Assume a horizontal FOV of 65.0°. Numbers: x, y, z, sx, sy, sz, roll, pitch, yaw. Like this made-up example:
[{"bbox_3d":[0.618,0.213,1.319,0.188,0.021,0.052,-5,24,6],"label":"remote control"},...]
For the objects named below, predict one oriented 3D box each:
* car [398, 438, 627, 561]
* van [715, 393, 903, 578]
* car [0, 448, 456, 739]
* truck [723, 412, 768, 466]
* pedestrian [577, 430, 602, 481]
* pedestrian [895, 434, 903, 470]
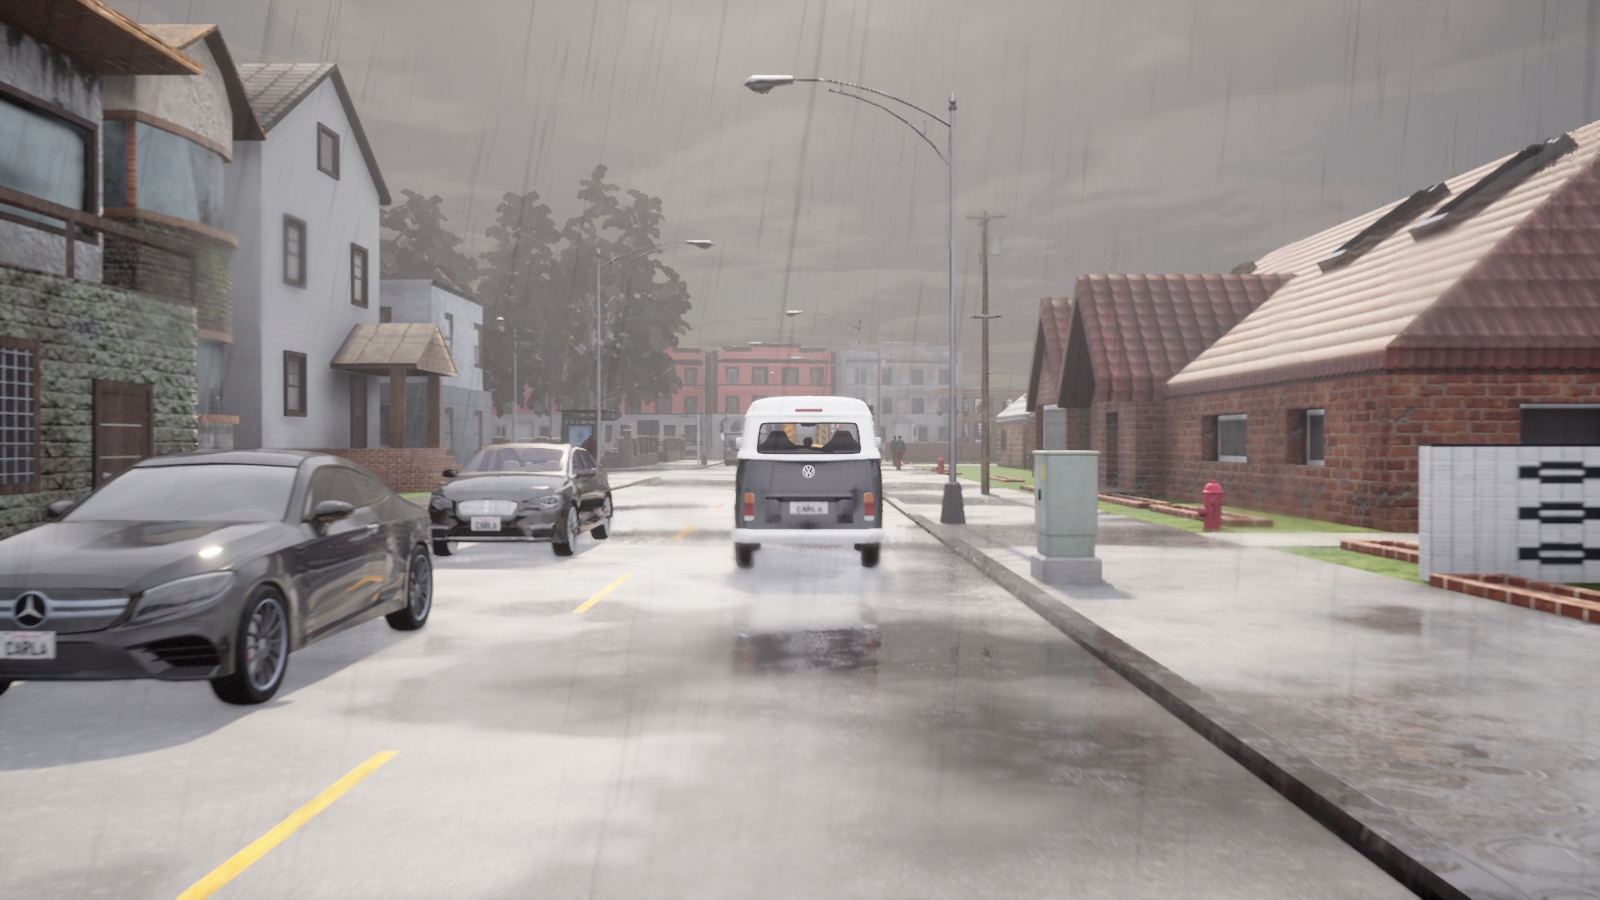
[{"bbox_3d":[-3.880,0.598,17.931,2.128,1.511,4.902,0,0,0],"label":"car"},{"bbox_3d":[0.110,0.379,16.105,2.069,2.038,4.480,0,0,0],"label":"van"},{"bbox_3d":[-3.935,0.720,8.663,1.812,1.442,4.674,0,0,0],"label":"car"},{"bbox_3d":[-3.592,-0.714,84.423,2.891,3.462,7.936,0,0,-1],"label":"truck"},{"bbox_3d":[-7.733,0.190,46.103,0.634,1.844,0.899,0,0,9],"label":"pedestrian"},{"bbox_3d":[4.973,0.099,63.024,0.353,1.847,0.614,0,0,-2],"label":"pedestrian"}]
